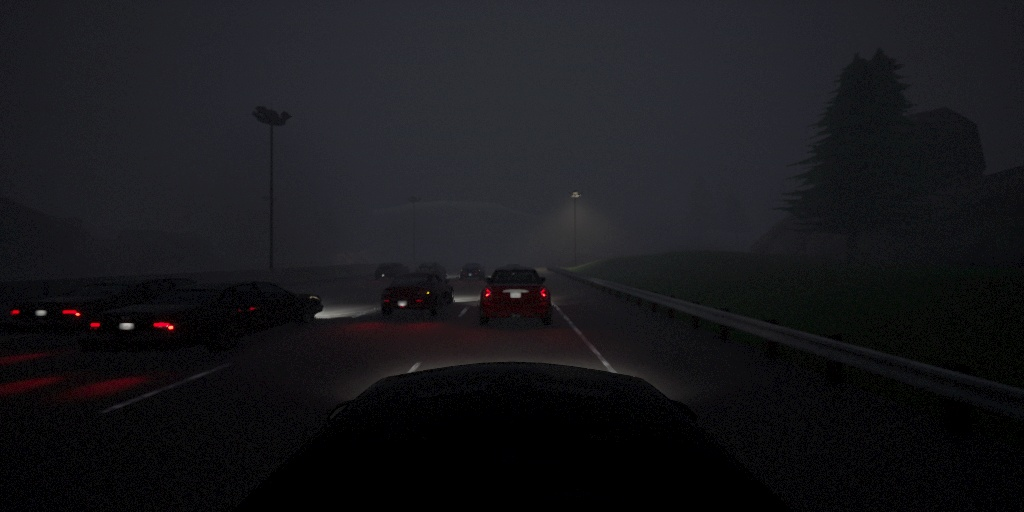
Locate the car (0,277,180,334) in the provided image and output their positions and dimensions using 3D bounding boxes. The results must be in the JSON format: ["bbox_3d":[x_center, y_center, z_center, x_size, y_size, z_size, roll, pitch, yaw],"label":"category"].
[{"bbox_3d":[-10.396,1.314,10.424,2.033,1.411,5.357,0,0,0],"label":"car"}]

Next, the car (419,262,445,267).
[{"bbox_3d":[-6.888,1.292,30.706,2.128,1.511,4.902,0,0,0],"label":"car"}]

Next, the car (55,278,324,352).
[{"bbox_3d":[-6.897,1.311,8.929,2.033,1.411,5.357,0,0,0],"label":"car"}]

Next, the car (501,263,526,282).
[{"bbox_3d":[0.112,1.364,30.405,1.994,1.385,4.181,0,0,0],"label":"car"}]

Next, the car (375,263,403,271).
[{"bbox_3d":[-10.387,1.307,31.312,1.837,1.490,4.892,0,0,0],"label":"car"}]

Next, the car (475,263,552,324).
[{"bbox_3d":[0.105,1.120,12.140,2.097,1.767,4.553,0,0,0],"label":"car"}]

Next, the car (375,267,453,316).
[{"bbox_3d":[-3.408,1.296,13.429,1.812,1.442,4.674,0,0,0],"label":"car"}]

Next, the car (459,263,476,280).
[{"bbox_3d":[-3.401,1.327,31.411,1.812,1.442,4.674,0,0,0],"label":"car"}]
